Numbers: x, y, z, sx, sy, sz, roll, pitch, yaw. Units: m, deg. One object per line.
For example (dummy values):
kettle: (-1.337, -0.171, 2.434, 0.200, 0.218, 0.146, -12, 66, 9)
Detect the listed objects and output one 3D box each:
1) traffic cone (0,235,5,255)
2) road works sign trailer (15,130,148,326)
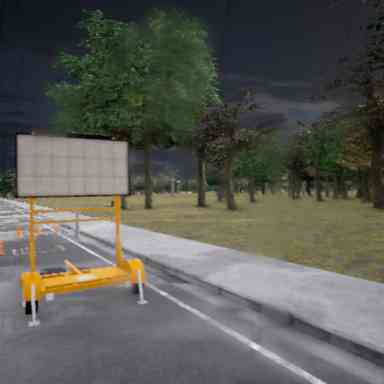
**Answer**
traffic cone: (-7.362, 2.086, 12.760, 0.340, 0.580, 0.340, -1, 0, -31)
road works sign trailer: (-2.607, 0.509, 7.465, 2.380, 3.560, 2.880, -1, 0, -31)
